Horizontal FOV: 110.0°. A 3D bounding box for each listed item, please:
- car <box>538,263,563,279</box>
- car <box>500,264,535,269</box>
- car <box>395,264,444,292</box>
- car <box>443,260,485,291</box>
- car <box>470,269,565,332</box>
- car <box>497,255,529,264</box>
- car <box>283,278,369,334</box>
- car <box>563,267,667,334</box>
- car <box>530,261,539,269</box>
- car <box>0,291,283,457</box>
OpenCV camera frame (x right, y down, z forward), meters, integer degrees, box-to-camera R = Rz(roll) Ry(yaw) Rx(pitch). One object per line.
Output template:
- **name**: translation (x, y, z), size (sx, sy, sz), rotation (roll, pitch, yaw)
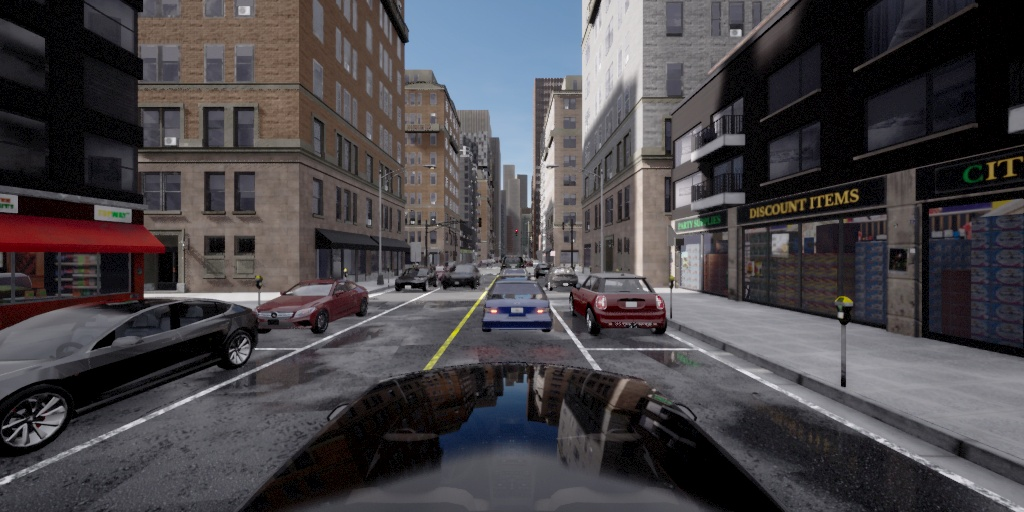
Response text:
- **car**: translation (2.906, 1.301, 21.566), size (2.007, 1.370, 4.403), rotation (0, 0, 0)
- **car**: translation (0.149, 1.352, 21.285), size (1.895, 1.301, 4.718), rotation (0, 0, 0)
- **car**: translation (-5.619, 1.316, 21.589), size (1.948, 1.339, 4.313), rotation (0, 0, 0)
- **car**: translation (-3.030, 1.228, 22.365), size (1.882, 1.535, 5.008), rotation (0, 0, 0)
- **car**: translation (0.123, 1.297, 10.780), size (2.033, 1.411, 5.357), rotation (0, 0, 0)
- **car**: translation (0.086, 0.974, 31.317), size (2.150, 2.045, 5.566), rotation (0, 0, 0)
- **car**: translation (-5.648, 1.332, 10.587), size (1.802, 1.307, 4.207), rotation (0, 0, 0)
- **car**: translation (2.877, 1.189, 10.564), size (1.967, 1.591, 4.097), rotation (0, 0, 0)
- **car**: translation (2.936, 1.319, 32.569), size (1.948, 1.339, 4.313), rotation (0, 0, 0)
- **car**: translation (-5.664, 1.316, 5.086), size (1.948, 1.339, 4.313), rotation (0, 0, 0)
